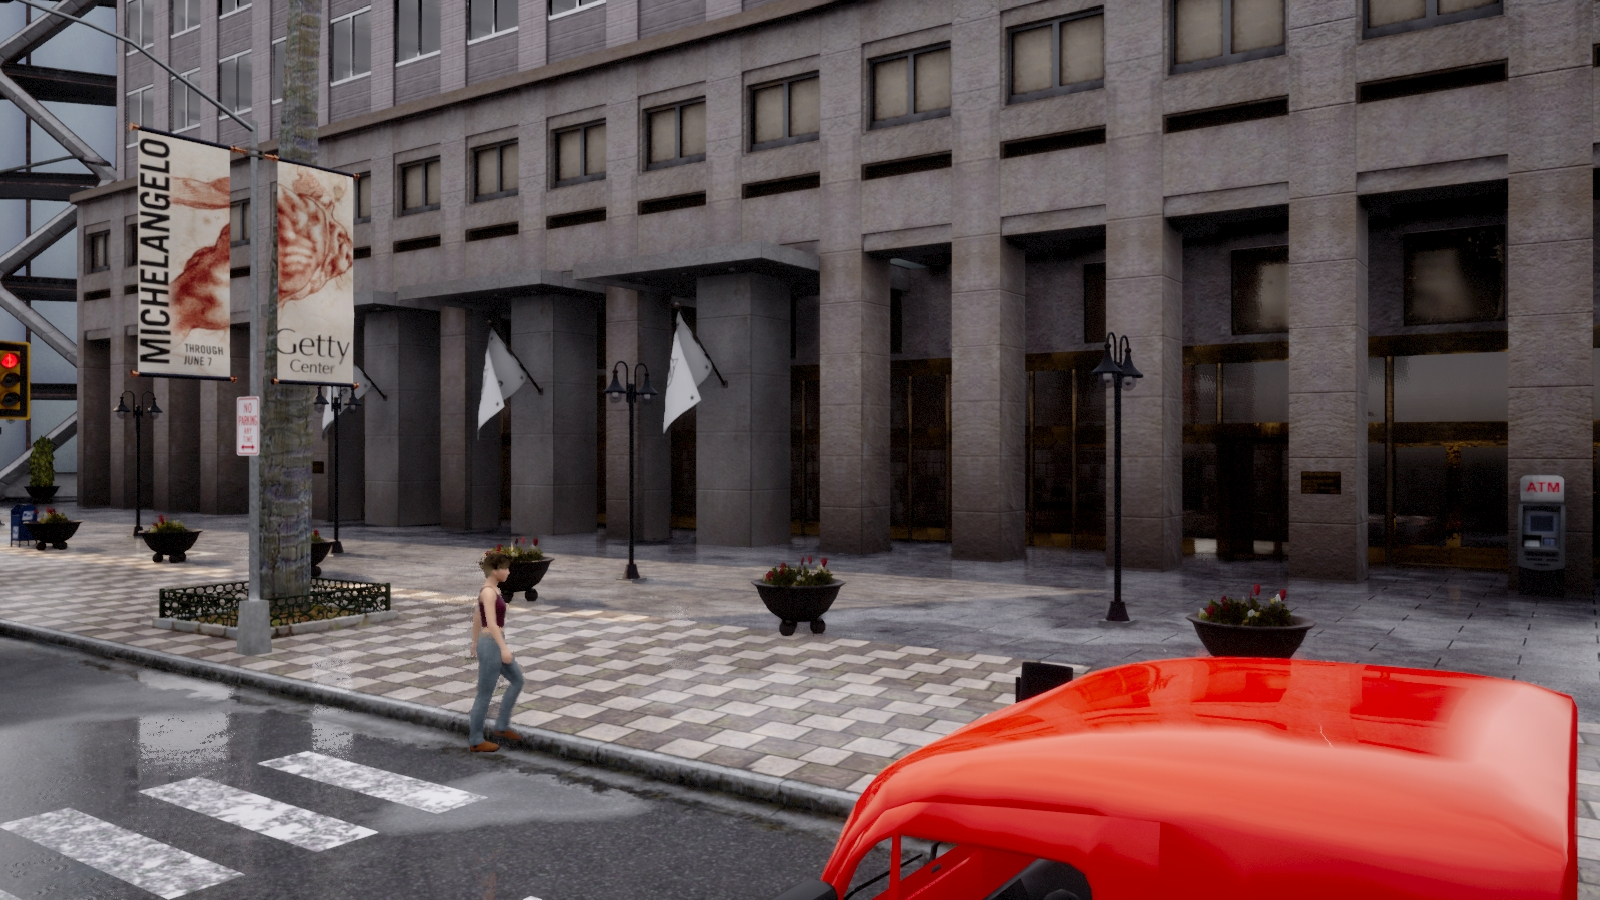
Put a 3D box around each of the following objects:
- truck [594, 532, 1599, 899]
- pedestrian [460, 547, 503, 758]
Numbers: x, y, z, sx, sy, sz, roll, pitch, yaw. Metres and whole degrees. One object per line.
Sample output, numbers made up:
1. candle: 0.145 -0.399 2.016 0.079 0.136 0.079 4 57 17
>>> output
1. truck: 2.439 1.568 2.094 5.204 2.467 2.627 0 0 35
2. pedestrian: -2.922 1.845 10.506 0.375 1.860 0.375 0 0 -14
